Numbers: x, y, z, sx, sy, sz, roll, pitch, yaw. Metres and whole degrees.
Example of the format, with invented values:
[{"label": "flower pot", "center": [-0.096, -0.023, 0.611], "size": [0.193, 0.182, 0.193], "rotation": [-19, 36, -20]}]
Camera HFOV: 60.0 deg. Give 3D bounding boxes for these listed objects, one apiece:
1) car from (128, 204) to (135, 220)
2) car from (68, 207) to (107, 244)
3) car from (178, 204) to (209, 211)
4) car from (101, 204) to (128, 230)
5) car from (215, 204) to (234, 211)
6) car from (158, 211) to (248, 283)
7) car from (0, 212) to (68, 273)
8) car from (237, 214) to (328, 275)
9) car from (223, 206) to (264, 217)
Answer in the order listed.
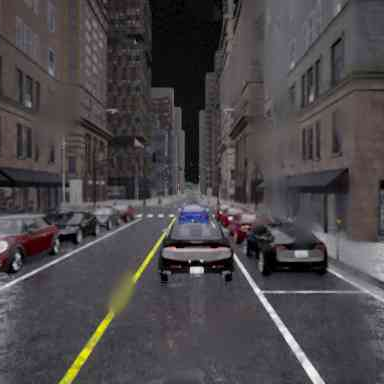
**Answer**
[{"label": "car", "center": [-5.750, 1.636, 26.972], "size": [1.887, 1.381, 4.507], "rotation": [-1, 0, 0]}, {"label": "car", "center": [-5.760, 1.619, 15.961], "size": [1.947, 1.339, 4.313], "rotation": [-1, 0, 0]}, {"label": "car", "center": [0.115, 1.552, 22.082], "size": [1.882, 1.535, 5.008], "rotation": [0, 0, 0]}, {"label": "car", "center": [-5.755, 1.623, 21.467], "size": [2.008, 1.369, 4.403], "rotation": [-1, 0, 0]}, {"label": "car", "center": [2.770, 1.617, 21.459], "size": [1.887, 1.381, 4.507], "rotation": [-1, 0, 0]}, {"label": "car", "center": [0.109, 1.524, 9.786], "size": [2.128, 1.511, 4.902], "rotation": [0, 0, 0]}, {"label": "car", "center": [-5.766, 1.475, 10.456], "size": [1.967, 1.590, 4.097], "rotation": [-1, 0, 0]}, {"label": "car", "center": [2.761, 1.601, 10.449], "size": [1.947, 1.339, 4.313], "rotation": [-1, 0, 0]}, {"label": "car", "center": [2.765, 1.598, 15.954], "size": [1.887, 1.381, 4.507], "rotation": [-1, 0, 0]}]
